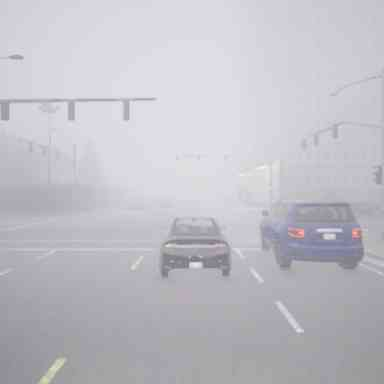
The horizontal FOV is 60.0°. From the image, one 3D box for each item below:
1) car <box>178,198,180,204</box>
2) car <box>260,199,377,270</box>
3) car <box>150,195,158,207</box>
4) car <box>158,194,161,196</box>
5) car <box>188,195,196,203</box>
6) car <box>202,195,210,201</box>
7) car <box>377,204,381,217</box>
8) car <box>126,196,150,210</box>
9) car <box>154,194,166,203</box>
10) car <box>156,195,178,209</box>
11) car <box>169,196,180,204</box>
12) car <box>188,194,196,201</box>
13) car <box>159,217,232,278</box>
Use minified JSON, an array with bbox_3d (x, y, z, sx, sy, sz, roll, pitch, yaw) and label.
[{"bbox_3d":[-3.564,1.565,57.413,1.837,1.490,4.892,0,0,1],"label":"car"},{"bbox_3d":[3.702,1.235,11.258,2.150,2.045,5.566,0,0,3],"label":"car"},{"bbox_3d":[-7.081,1.407,52.025,2.097,1.767,4.553,0,0,0],"label":"car"},{"bbox_3d":[-7.025,1.417,62.144,2.097,1.767,4.553,0,0,0],"label":"car"},{"bbox_3d":[0.006,1.599,70.552,2.128,1.511,4.902,0,0,0],"label":"car"},{"bbox_3d":[3.506,1.614,84.756,2.128,1.511,4.902,0,0,0],"label":"car"},{"bbox_3d":[15.585,1.594,31.561,4.892,1.490,1.837,0,0,0],"label":"car"},{"bbox_3d":[-7.142,1.398,43.201,2.097,1.767,4.553,0,0,2],"label":"car"},{"bbox_3d":[-6.995,1.431,72.393,2.097,1.767,4.553,0,0,0],"label":"car"},{"bbox_3d":[-3.584,1.598,47.817,2.033,1.411,5.357,0,0,0],"label":"car"},{"bbox_3d":[-3.496,1.619,67.813,2.033,1.411,5.357,0,0,0],"label":"car"},{"bbox_3d":[0.006,1.445,84.880,2.097,1.767,4.553,0,0,0],"label":"car"},{"bbox_3d":[0.051,1.502,10.206,2.128,1.511,4.902,0,0,-1],"label":"car"}]
